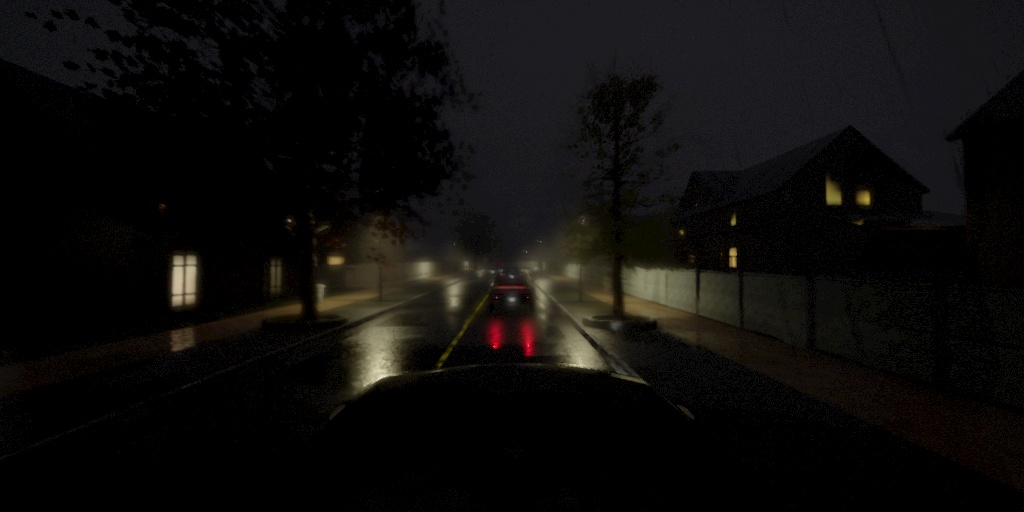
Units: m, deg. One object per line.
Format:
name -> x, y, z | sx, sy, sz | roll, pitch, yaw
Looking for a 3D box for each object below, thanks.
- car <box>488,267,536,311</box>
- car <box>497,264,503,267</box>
car -> 0.014, 1.388, 15.367 | 2.128, 1.511, 4.902 | 0, 0, 0
car -> 0.015, 1.620, 30.354 | 1.994, 1.385, 4.181 | 0, -1, 0
